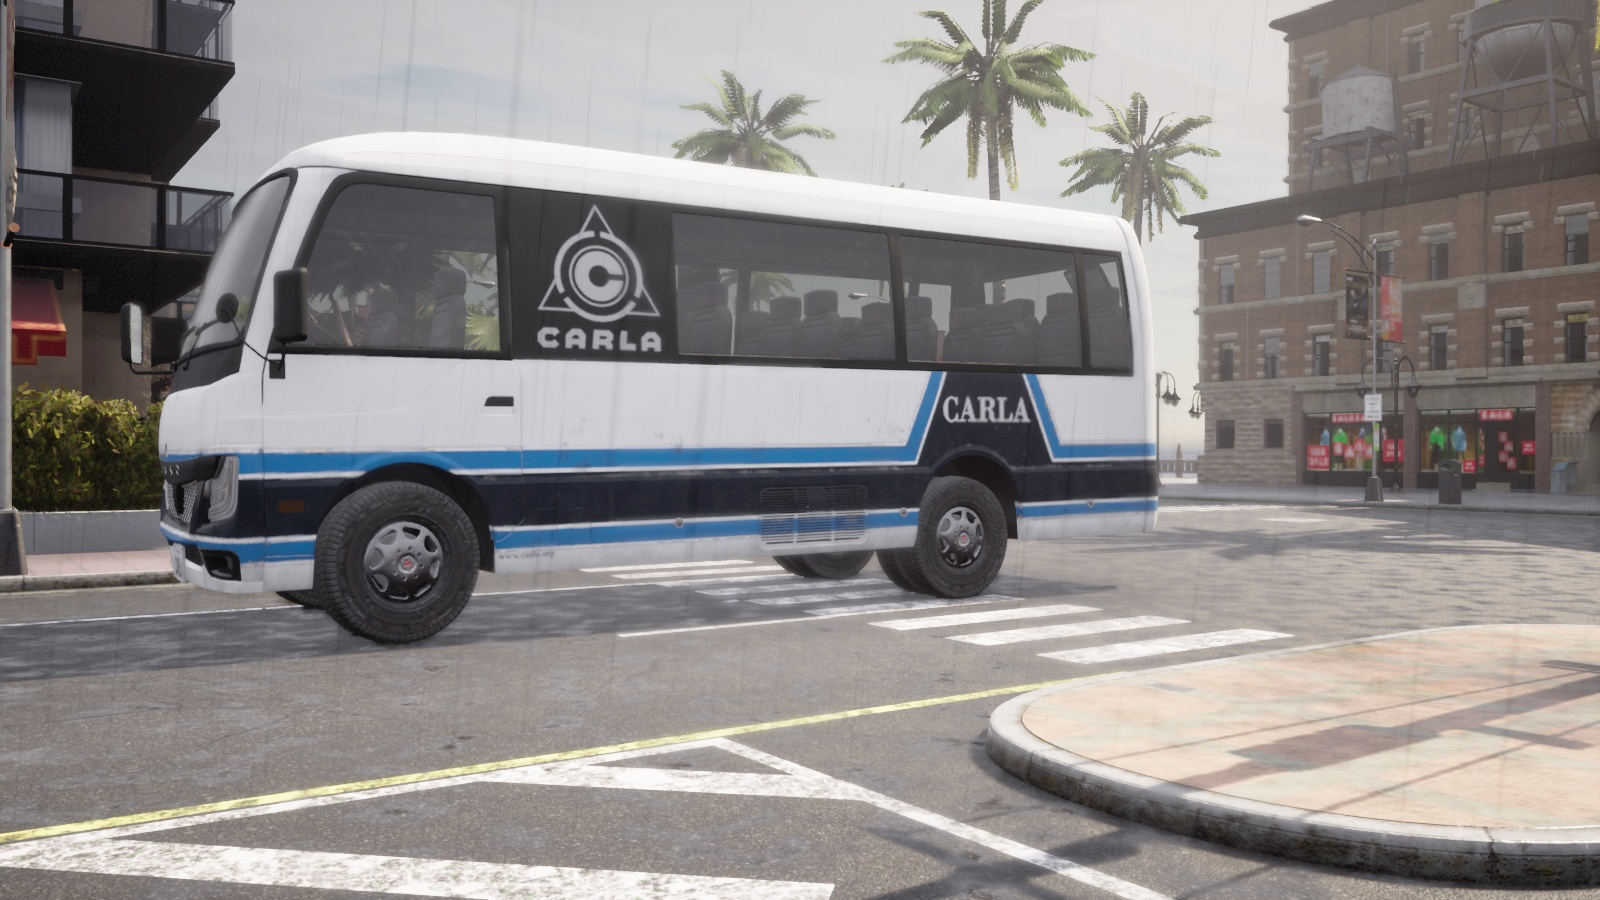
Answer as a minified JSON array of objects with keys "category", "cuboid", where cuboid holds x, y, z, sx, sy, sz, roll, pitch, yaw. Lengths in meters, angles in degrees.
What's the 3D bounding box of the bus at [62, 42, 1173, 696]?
[{"category":"bus","cuboid":[-1.328,-0.598,12.606,10.273,4.253,3.944,-1,1,-33]}]
